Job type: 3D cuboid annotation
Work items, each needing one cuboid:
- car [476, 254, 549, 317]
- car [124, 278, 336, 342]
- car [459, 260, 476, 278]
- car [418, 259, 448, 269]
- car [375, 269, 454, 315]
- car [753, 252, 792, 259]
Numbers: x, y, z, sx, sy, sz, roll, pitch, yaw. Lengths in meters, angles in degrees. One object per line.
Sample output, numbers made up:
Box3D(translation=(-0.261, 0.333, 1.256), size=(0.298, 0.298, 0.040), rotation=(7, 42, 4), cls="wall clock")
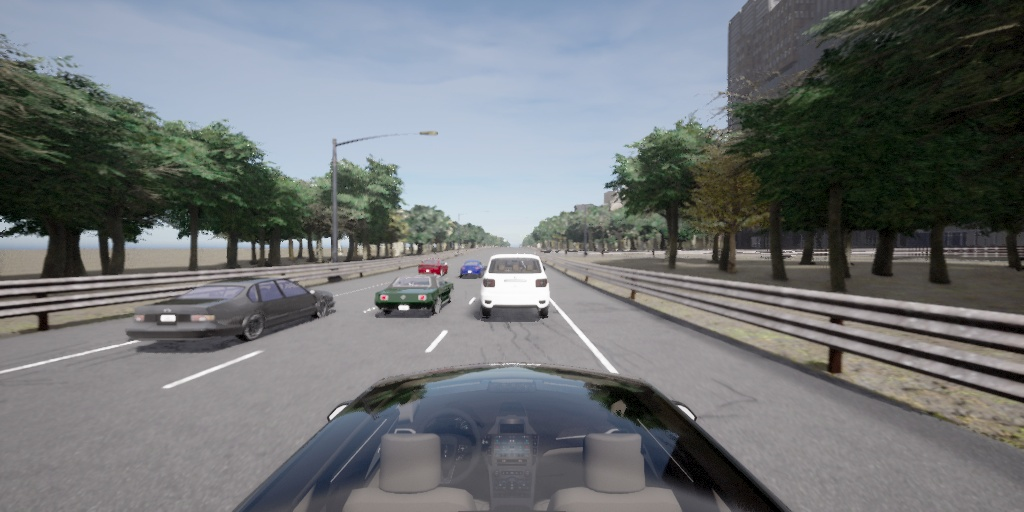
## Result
Box3D(translation=(0.093, 0.960, 13.174), size=(2.150, 2.045, 5.566), rotation=(0, 0, 0), cls="car")
Box3D(translation=(-6.902, 1.291, 9.706), size=(2.033, 1.411, 5.357), rotation=(0, 0, 0), cls="car")
Box3D(translation=(-3.413, 1.067, 31.365), size=(1.812, 1.442, 4.674), rotation=(0, 1, 0), cls="car")
Box3D(translation=(-6.913, 1.008, 31.858), size=(1.882, 1.535, 5.008), rotation=(0, 1, 0), cls="car")
Box3D(translation=(-3.405, 1.339, 13.534), size=(1.895, 1.301, 4.718), rotation=(0, 0, 0), cls="car")
Box3D(translation=(37.505, -0.359, 51.663), size=(1.812, 1.442, 4.674), rotation=(-1, 1, -37), cls="car")
